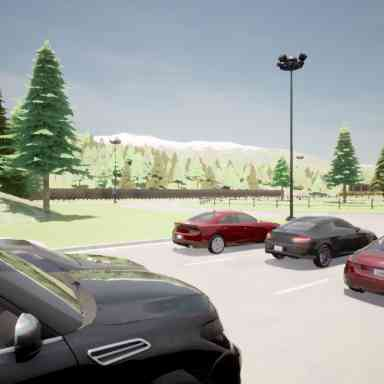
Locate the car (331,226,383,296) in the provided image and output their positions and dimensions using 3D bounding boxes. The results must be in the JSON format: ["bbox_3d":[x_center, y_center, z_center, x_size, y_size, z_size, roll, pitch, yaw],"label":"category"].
[{"bbox_3d":[5.386,1.564,7.651,4.181,1.385,1.994,0,0,-34],"label":"car"}]

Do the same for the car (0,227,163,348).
[{"bbox_3d":[-3.329,1.547,5.672,5.357,1.411,2.033,0,0,-36],"label":"car"}]

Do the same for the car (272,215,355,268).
[{"bbox_3d":[4.458,1.526,11.272,4.674,1.442,1.812,0,0,-35],"label":"car"}]

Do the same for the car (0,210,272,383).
[{"bbox_3d":[-2.191,1.221,2.176,5.566,2.045,2.150,0,0,-36],"label":"car"}]

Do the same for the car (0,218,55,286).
[{"bbox_3d":[-6.009,1.526,8.056,4.674,1.442,1.812,0,0,-35],"label":"car"}]

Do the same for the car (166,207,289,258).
[{"bbox_3d":[1.566,1.478,13.517,5.008,1.535,1.882,0,0,-35],"label":"car"}]
